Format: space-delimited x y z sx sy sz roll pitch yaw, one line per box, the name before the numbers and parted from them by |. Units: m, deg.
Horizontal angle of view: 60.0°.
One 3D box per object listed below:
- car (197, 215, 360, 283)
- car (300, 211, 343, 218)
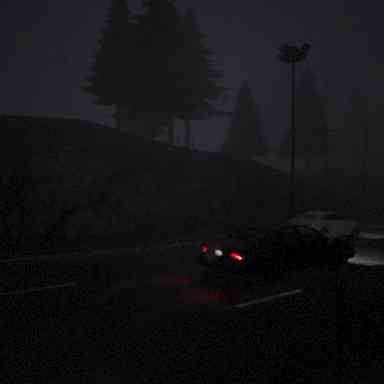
car | 2.724 1.636 9.998 5.357 1.411 2.033 1 0 -36
car | 6.810 1.697 17.226 4.674 1.442 1.812 1 0 -36
